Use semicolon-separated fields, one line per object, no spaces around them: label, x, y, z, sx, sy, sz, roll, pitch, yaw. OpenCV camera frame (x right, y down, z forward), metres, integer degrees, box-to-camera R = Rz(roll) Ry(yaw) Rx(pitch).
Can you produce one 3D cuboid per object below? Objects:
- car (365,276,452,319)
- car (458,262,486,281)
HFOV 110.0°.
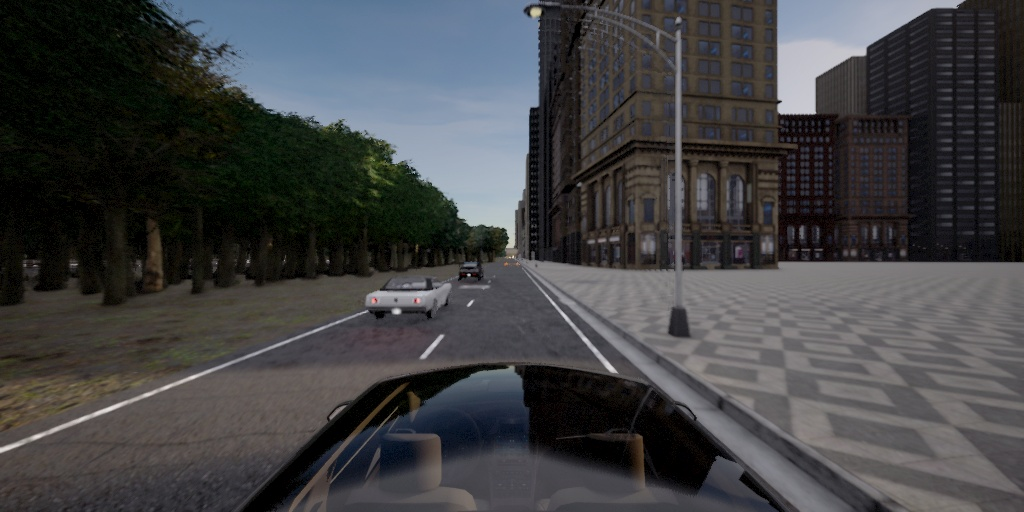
car;-3.400;1.354;12.801;1.895;1.301;4.718;0;0;0
car;-3.404;1.263;30.656;1.837;1.490;4.892;0;0;0
